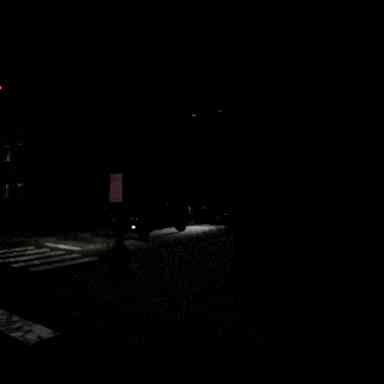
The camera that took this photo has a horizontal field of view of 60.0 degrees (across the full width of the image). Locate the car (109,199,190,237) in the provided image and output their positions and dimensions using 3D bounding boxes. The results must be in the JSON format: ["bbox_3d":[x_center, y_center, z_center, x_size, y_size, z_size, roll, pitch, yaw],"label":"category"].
[{"bbox_3d":[-2.327,1.422,19.840,2.150,2.045,5.566,0,-1,35],"label":"car"}]

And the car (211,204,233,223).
[{"bbox_3d":[3.424,1.750,27.915,2.128,1.511,4.902,0,-1,35],"label":"car"}]
